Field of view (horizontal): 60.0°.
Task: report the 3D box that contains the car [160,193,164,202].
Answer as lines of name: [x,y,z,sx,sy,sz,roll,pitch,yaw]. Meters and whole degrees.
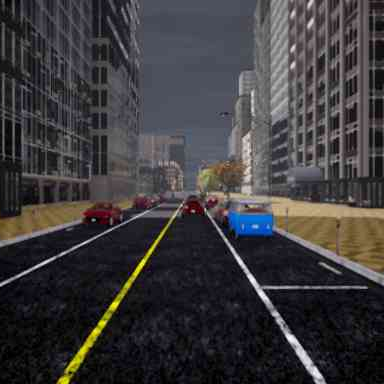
car: [-5.693,1.156,49.193,2.008,1.369,4.403,0,0,0]

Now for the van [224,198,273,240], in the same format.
van: [2.692,1.212,15.958,1.690,1.788,3.998,0,0,0]

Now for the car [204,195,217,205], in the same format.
car: [2.687,1.128,49.364,1.752,1.417,4.829,0,0,0]

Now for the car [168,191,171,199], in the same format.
car: [-5.695,0.911,65.810,1.967,1.590,4.097,0,0,0]

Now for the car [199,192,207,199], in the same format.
car: [2.684,0.777,82.428,1.967,1.590,4.097,0,0,0]

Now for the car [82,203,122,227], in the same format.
car: [-5.690,1.372,21.498,1.887,1.381,4.507,0,0,0]

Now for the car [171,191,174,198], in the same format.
car: [-5.697,0.908,76.718,1.752,1.417,4.829,0,0,0]

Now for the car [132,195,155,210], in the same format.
car: [-5.692,1.239,38.115,1.887,1.381,4.507,0,0,0]

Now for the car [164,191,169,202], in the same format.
car: [-5.694,1.060,60.271,1.887,1.381,4.507,0,0,0]

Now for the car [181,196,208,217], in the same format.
car: [0.097,1.301,27.982,1.812,1.442,4.674,0,0,0]

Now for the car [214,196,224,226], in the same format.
car: [2.691,1.267,21.498,1.967,1.590,4.097,0,0,0]

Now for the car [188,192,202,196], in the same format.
car: [0.094,1.134,46.059,1.837,1.490,4.892,0,0,0]

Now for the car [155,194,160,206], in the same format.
car: [-5.692,1.090,43.653,1.967,1.590,4.097,0,0,0]

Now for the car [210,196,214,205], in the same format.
car: [2.690,1.306,27.208,1.752,1.417,4.829,0,0,0]

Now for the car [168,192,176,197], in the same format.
car: [-5.698,0.814,93.506,1.947,1.339,4.313,0,0,0]

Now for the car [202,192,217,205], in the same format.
car: [2.688,1.089,43.655,1.967,1.590,4.097,0,0,0]
